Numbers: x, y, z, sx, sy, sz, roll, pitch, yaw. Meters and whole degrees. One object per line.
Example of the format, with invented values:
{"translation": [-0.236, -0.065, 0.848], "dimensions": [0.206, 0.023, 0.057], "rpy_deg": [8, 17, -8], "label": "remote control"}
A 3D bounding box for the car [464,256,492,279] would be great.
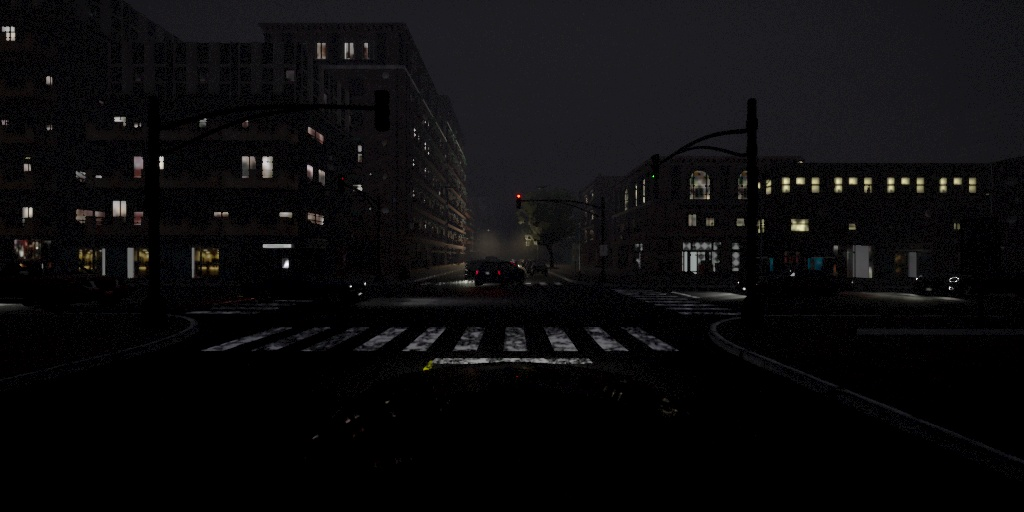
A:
{"translation": [-3.065, 1.124, 32.281], "dimensions": [2.097, 1.767, 4.553], "rpy_deg": [0, 0, -1], "label": "car"}

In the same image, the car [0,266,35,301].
{"translation": [-24.394, 1.202, 15.645], "dimensions": [4.674, 1.442, 1.812], "rpy_deg": [0, 0, 0], "label": "car"}

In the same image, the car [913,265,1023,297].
{"translation": [24.528, 1.219, 19.181], "dimensions": [4.553, 1.767, 2.097], "rpy_deg": [0, 0, 0], "label": "car"}

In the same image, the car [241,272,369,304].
{"translation": [-8.902, 1.340, 15.753], "dimensions": [4.718, 1.301, 1.895], "rpy_deg": [0, 0, 0], "label": "car"}

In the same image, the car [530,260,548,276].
{"translation": [2.699, 1.330, 36.820], "dimensions": [2.007, 1.370, 4.403], "rpy_deg": [0, 0, 0], "label": "car"}

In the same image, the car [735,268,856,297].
{"translation": [15.028, 1.372, 19.117], "dimensions": [5.357, 1.411, 2.033], "rpy_deg": [0, 0, 0], "label": "car"}

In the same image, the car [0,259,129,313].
{"translation": [-17.273, 1.014, 13.106], "dimensions": [5.009, 1.841, 2.192], "rpy_deg": [0, 0, 0], "label": "car"}

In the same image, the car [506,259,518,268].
{"translation": [0.015, 1.319, 63.178], "dimensions": [2.128, 1.511, 4.902], "rpy_deg": [0, 0, 0], "label": "car"}

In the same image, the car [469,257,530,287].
{"translation": [-0.729, 1.112, 24.633], "dimensions": [2.097, 1.767, 4.553], "rpy_deg": [0, 0, 23], "label": "car"}
